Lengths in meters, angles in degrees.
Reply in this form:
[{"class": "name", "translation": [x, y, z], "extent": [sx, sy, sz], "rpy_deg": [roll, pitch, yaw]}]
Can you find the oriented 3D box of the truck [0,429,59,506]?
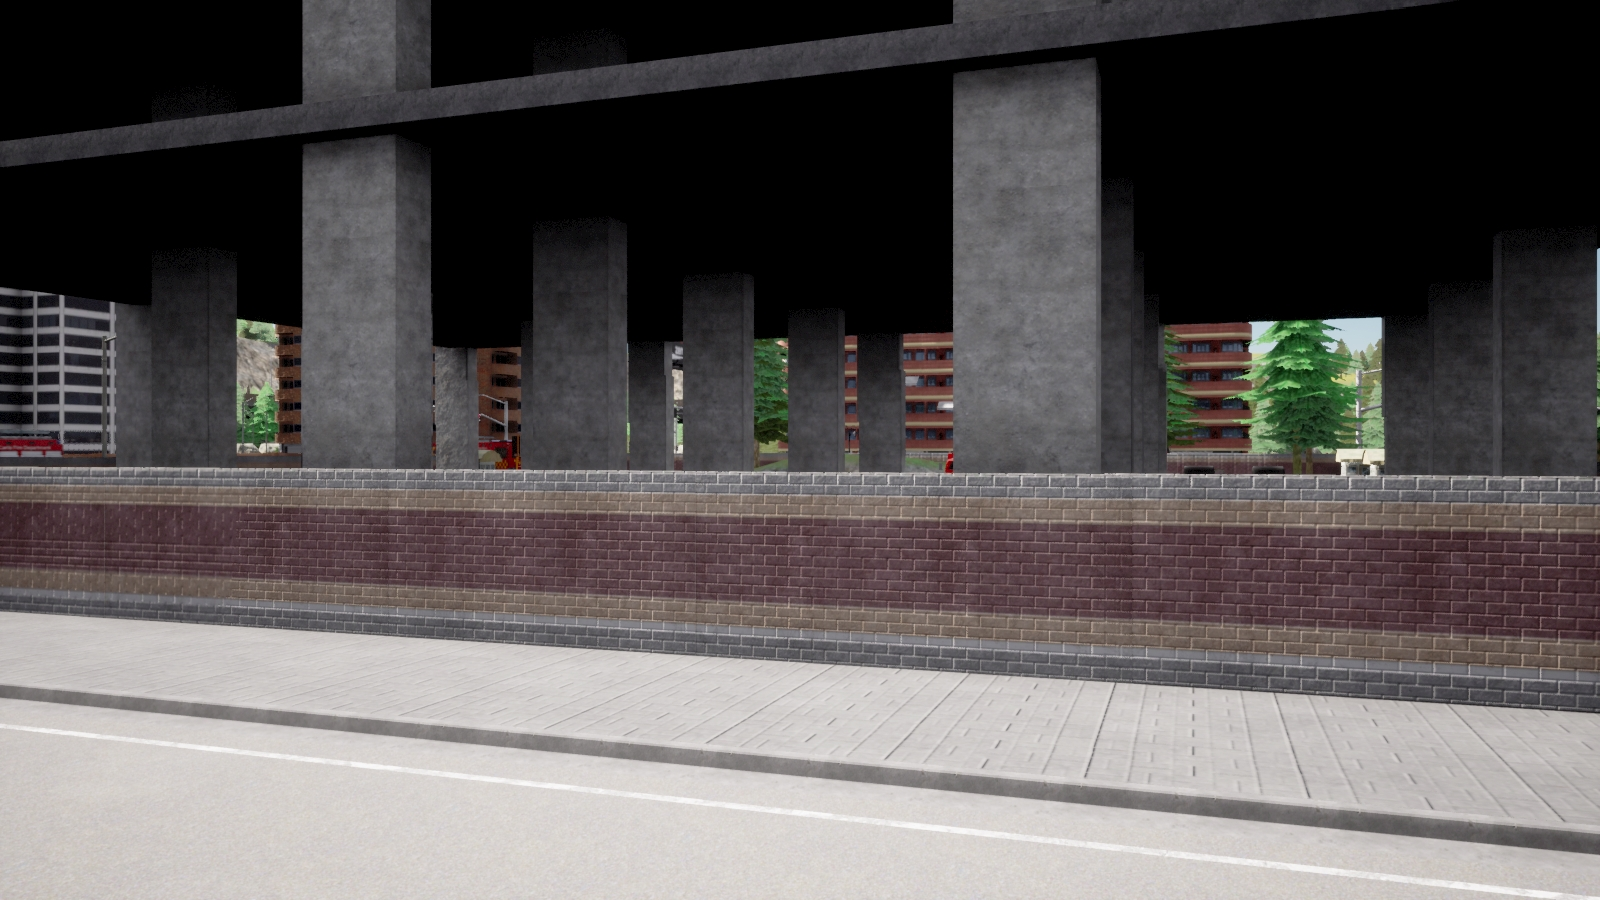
[{"class": "truck", "translation": [-41.605, 0.890, 56.334], "extent": [2.891, 3.827, 8.468], "rpy_deg": [0, 0, 20]}]
